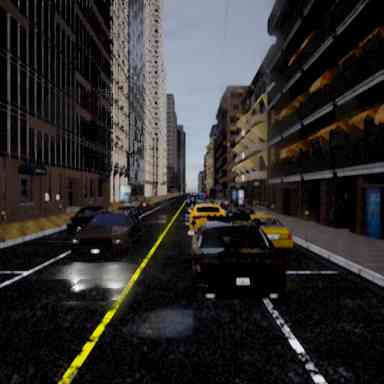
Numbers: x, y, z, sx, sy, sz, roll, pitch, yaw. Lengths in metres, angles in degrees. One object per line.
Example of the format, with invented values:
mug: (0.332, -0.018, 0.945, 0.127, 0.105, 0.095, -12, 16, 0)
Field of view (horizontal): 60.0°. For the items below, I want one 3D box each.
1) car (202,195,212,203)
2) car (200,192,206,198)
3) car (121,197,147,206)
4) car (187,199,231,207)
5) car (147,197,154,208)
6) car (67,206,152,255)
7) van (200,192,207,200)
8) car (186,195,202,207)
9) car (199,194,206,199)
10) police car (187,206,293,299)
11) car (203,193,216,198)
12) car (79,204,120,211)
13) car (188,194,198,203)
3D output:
car: (2.829, 1.332, 64.197, 1.802, 1.307, 4.206, 0, 0, 0)
car: (2.806, 1.106, 52.899, 2.192, 1.841, 5.009, 0, 0, 0)
car: (-5.623, 1.425, 30.323, 2.008, 1.369, 4.403, 0, 0, 0)
car: (0.828, 1.400, 18.428, 1.882, 1.535, 5.008, 0, 0, 0)
car: (-5.612, 1.294, 35.972, 1.967, 1.590, 4.097, 0, 0, 0)
car: (-3.073, 1.491, 13.233, 2.033, 1.411, 5.357, 0, 0, 0)
van: (2.878, 1.019, 86.790, 1.690, 1.788, 3.998, 0, 0, 0)
car: (0.137, 1.413, 47.120, 1.895, 1.301, 4.718, 0, 0, 1)
car: (2.890, 1.227, 92.439, 1.947, 1.339, 4.313, 0, 0, 0)
police car: (0.919, 1.388, 8.536, 1.930, 1.638, 5.238, 0, 0, 0)
car: (2.781, 1.273, 41.602, 1.967, 1.590, 4.097, 0, 0, 0)
car: (-5.648, 1.485, 19.026, 1.947, 1.339, 4.313, 0, 0, 0)
car: (0.140, 1.229, 63.965, 1.882, 1.535, 5.008, 0, 0, 0)
